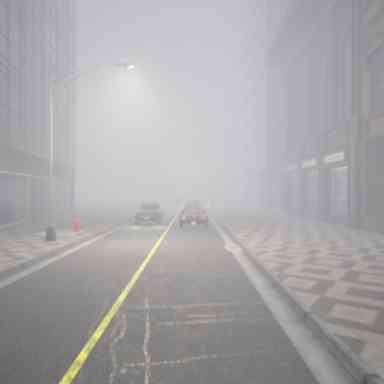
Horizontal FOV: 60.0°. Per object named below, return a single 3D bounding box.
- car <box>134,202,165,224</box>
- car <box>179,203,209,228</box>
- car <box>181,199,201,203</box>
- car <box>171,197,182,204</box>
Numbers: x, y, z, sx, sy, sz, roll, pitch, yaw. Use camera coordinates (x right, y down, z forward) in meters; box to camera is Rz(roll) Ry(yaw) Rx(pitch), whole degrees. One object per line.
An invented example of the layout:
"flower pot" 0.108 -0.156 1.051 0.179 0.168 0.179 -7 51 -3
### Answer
"car" -3.095 1.548 24.927 1.837 1.490 4.892 0 0 0
"car" 0.107 1.640 22.780 1.895 1.301 4.718 0 0 0
"car" 0.108 1.560 41.456 2.128 1.511 4.902 0 0 0
"car" -2.996 1.664 66.368 1.994 1.385 4.181 0 0 0
